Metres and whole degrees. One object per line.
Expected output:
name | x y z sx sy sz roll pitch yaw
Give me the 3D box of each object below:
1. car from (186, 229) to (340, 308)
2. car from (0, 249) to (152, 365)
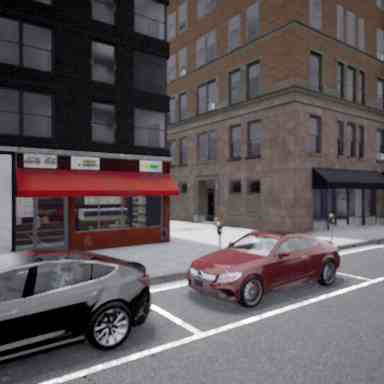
car | 1.839 1.580 7.845 4.206 1.307 1.802 0 0 -35
car | -2.641 1.566 4.651 4.313 1.339 1.947 0 0 -35
